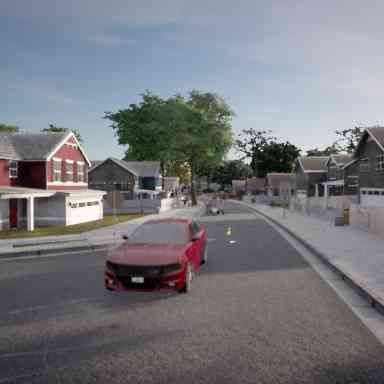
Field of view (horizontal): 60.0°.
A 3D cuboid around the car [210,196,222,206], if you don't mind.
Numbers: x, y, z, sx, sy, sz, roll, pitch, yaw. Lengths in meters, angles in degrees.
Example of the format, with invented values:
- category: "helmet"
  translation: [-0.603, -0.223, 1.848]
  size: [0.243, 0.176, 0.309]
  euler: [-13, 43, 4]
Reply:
- category: "car"
  translation: [4.075, 1.550, 57.605]
  size: [1.882, 1.535, 5.008]
  euler: [0, 0, 2]

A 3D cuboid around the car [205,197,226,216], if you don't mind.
- category: "car"
  translation: [2.357, 1.537, 33.314]
  size: [2.128, 1.511, 4.902]
  euler: [0, 0, 6]

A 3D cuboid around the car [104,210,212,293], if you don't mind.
- category: "car"
  translation: [-0.707, 1.488, 9.138]
  size: [1.882, 1.535, 5.008]
  euler: [0, 0, 9]
